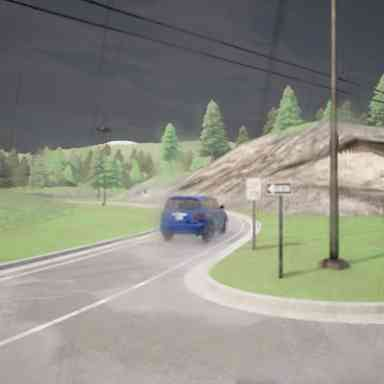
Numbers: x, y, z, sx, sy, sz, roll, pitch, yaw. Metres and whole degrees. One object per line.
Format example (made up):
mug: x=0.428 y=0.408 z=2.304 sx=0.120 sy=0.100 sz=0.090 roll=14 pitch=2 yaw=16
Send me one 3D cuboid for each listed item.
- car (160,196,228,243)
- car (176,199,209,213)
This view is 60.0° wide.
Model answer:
car: x=0.269 y=1.205 z=16.428 sx=2.150 sy=2.045 sz=5.566 roll=0 pitch=0 yaw=17
car: x=-0.052 y=1.517 z=38.086 sx=2.033 sy=1.411 sz=5.357 roll=0 pitch=0 yaw=-22
